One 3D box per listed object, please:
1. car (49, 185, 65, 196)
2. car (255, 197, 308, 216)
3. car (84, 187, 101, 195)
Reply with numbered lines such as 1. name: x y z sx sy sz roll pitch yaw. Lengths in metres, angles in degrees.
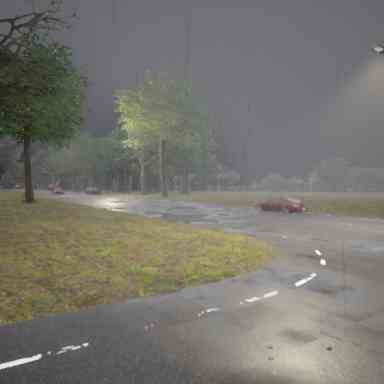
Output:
1. car: -26.022 -0.046 64.730 2.033 1.411 5.357 -1 2 -29
2. car: 7.442 1.119 27.943 1.812 1.442 4.674 -1 2 -35
3. car: -19.798 -0.274 66.186 2.097 1.767 4.553 -1 2 -35
